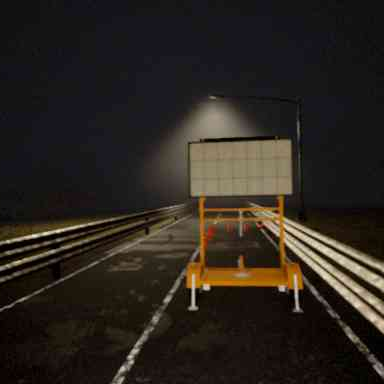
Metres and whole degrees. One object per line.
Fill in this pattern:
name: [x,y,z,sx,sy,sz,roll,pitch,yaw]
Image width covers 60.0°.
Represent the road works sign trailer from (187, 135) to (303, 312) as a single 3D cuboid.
road works sign trailer: [1.149,0.518,7.847,2.380,3.560,2.880,-1,-1,7]
